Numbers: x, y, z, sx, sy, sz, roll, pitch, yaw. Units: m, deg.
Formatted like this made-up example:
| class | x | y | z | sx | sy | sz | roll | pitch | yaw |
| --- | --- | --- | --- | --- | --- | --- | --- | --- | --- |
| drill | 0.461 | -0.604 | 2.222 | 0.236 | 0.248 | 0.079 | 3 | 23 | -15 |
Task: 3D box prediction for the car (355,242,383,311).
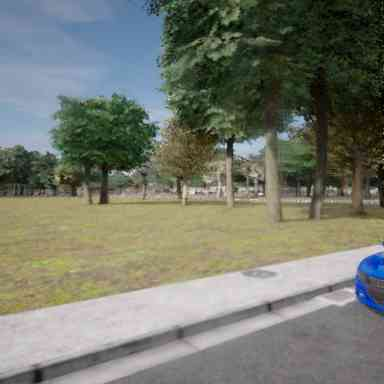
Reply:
| class | x | y | z | sx | sy | sz | roll | pitch | yaw |
| --- | --- | --- | --- | --- | --- | --- | --- | --- | --- |
| car | 5.337 | 1.476 | 6.877 | 5.008 | 1.535 | 1.882 | 0 | 0 | -35 |
